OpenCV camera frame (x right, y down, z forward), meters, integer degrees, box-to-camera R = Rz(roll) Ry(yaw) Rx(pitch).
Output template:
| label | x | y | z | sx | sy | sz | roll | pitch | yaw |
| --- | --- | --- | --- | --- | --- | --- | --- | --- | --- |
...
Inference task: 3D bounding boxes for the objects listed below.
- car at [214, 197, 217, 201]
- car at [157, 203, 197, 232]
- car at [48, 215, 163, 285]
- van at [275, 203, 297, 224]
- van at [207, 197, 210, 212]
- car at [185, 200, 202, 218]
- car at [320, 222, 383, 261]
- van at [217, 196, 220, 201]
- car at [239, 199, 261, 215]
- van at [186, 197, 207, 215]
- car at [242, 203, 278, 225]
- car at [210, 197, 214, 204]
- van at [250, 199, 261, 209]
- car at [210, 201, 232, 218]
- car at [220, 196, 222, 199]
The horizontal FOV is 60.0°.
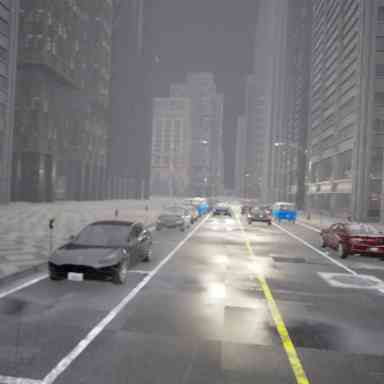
| label | x | y | z | sx | sy | sz | roll | pitch | yaw |
| --- | --- | --- | --- | --- | --- | --- | --- | --- | --- |
| car | 1.995 | 1.669 | 48.719 | 2.192 | 1.841 | 5.009 | 2 | 0 | 6 |
| car | -1.079 | 1.612 | 20.681 | 2.008 | 1.369 | 4.403 | 2 | 0 | 6 |
| car | -2.305 | 1.510 | 9.467 | 1.947 | 1.339 | 4.313 | 2 | 0 | 6 |
| van | 8.622 | 1.908 | 30.972 | 1.690 | 1.788 | 3.998 | 2 | 0 | 6 |
| van | 0.768 | 1.578 | 37.503 | 1.690 | 1.788 | 3.998 | 2 | 0 | 6 |
| car | -0.484 | 1.644 | 26.119 | 1.752 | 1.417 | 4.829 | 2 | 0 | 6 |
| car | 6.775 | 1.936 | 14.150 | 1.887 | 1.381 | 4.507 | 2 | 0 | 6 |
| van | 4.445 | 1.928 | 71.147 | 1.690 | 1.788 | 3.998 | 2 | 0 | 6 |
| car | 6.901 | 2.045 | 40.474 | 1.837 | 1.490 | 4.892 | 3 | 0 | 7 |
| van | 0.155 | 1.520 | 31.896 | 1.690 | 1.788 | 3.998 | 2 | 0 | 6 |
| car | 5.606 | 1.960 | 28.153 | 2.033 | 1.411 | 5.357 | 3 | 0 | 6 |
| car | 1.377 | 1.736 | 43.110 | 1.967 | 1.590 | 4.097 | 2 | 0 | 6 |
| van | 12.298 | 2.258 | 64.614 | 1.690 | 1.788 | 3.998 | 2 | 0 | 6 |
| car | 3.221 | 1.939 | 34.993 | 1.895 | 1.301 | 4.718 | 3 | 0 | 7 |
| car | 6.274 | 2.326 | 87.967 | 1.947 | 1.339 | 4.313 | 2 | 0 | 6 |
